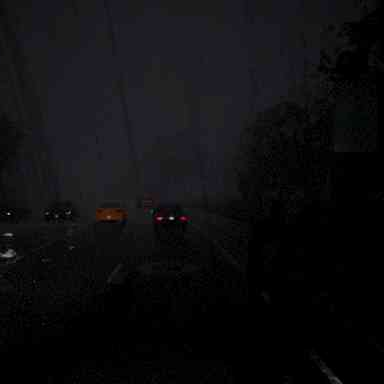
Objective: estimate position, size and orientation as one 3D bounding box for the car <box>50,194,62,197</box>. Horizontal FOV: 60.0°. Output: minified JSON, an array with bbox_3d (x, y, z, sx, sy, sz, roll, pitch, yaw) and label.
[{"bbox_3d":[-25.320,1.135,61.936,1.812,1.442,4.674,0,0,-25],"label":"car"}]

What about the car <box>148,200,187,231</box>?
[{"bbox_3d":[-1.433,1.427,19.911,2.033,1.411,5.357,0,0,-8],"label":"car"}]

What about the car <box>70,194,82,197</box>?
[{"bbox_3d":[-22.170,1.110,63.479,2.128,1.511,4.902,0,0,-25],"label":"car"}]

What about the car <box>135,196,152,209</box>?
[{"bbox_3d":[-5.719,1.251,40.103,2.128,1.511,4.902,0,0,-16],"label":"car"}]

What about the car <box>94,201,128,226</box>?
[{"bbox_3d":[-5.411,1.343,22.567,1.882,1.535,5.008,0,0,-9],"label":"car"}]

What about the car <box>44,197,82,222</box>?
[{"bbox_3d":[-9.515,1.359,24.659,1.837,1.490,4.892,0,0,-11],"label":"car"}]

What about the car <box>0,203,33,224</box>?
[{"bbox_3d":[-12.797,1.464,23.256,1.895,1.301,4.718,0,0,-10],"label":"car"}]
